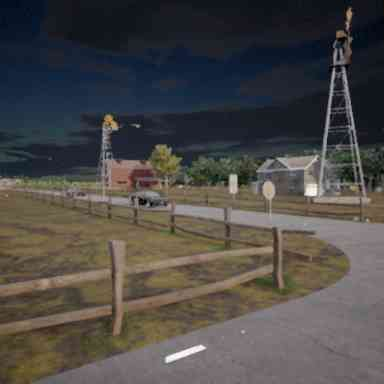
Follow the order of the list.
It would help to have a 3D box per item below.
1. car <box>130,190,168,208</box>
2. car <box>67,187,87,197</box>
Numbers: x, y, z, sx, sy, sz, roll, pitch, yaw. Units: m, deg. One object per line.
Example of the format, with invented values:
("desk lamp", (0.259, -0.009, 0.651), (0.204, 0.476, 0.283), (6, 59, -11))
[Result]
("car", (-4.031, 0.601, 30.840), (1.882, 1.535, 5.008), (-1, 2, -36))
("car", (-17.141, 0.006, 49.299), (1.994, 1.385, 4.181), (-1, 2, -35))
